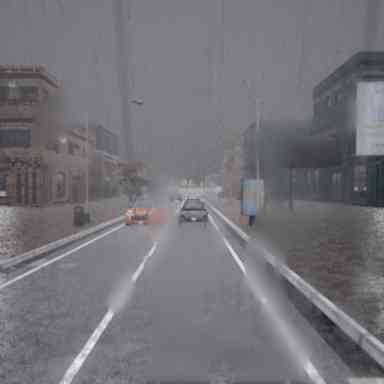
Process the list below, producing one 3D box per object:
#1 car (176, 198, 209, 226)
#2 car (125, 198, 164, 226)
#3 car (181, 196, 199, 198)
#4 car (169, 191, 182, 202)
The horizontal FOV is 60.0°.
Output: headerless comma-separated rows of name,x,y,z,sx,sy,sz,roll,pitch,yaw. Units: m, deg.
car,0.103,1.400,22.485,2.128,1.511,4.902,0,0,0
car,-3.095,1.262,22.323,2.097,1.767,4.553,0,0,0
car,0.105,1.257,40.792,2.128,1.511,4.902,0,0,0
car,-3.017,0.821,62.633,2.150,2.045,5.566,0,0,1
